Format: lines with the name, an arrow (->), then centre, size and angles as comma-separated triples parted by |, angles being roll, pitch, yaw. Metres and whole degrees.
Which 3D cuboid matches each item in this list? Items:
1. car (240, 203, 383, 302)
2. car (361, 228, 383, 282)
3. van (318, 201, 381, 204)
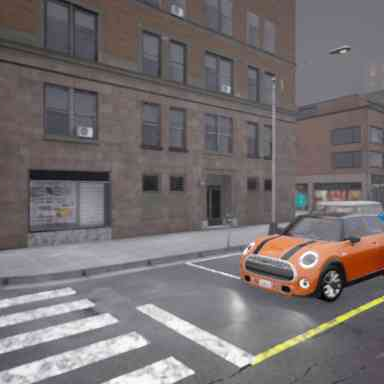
car -> 3.312, 1.322, 8.325 | 4.553, 1.767, 2.097 | 0, 0, -37
car -> 5.515, 1.470, 6.389 | 4.902, 1.511, 2.128 | 0, 0, -39
van -> 6.697, 1.283, 14.247 | 3.998, 1.788, 1.690 | 0, 0, -39
